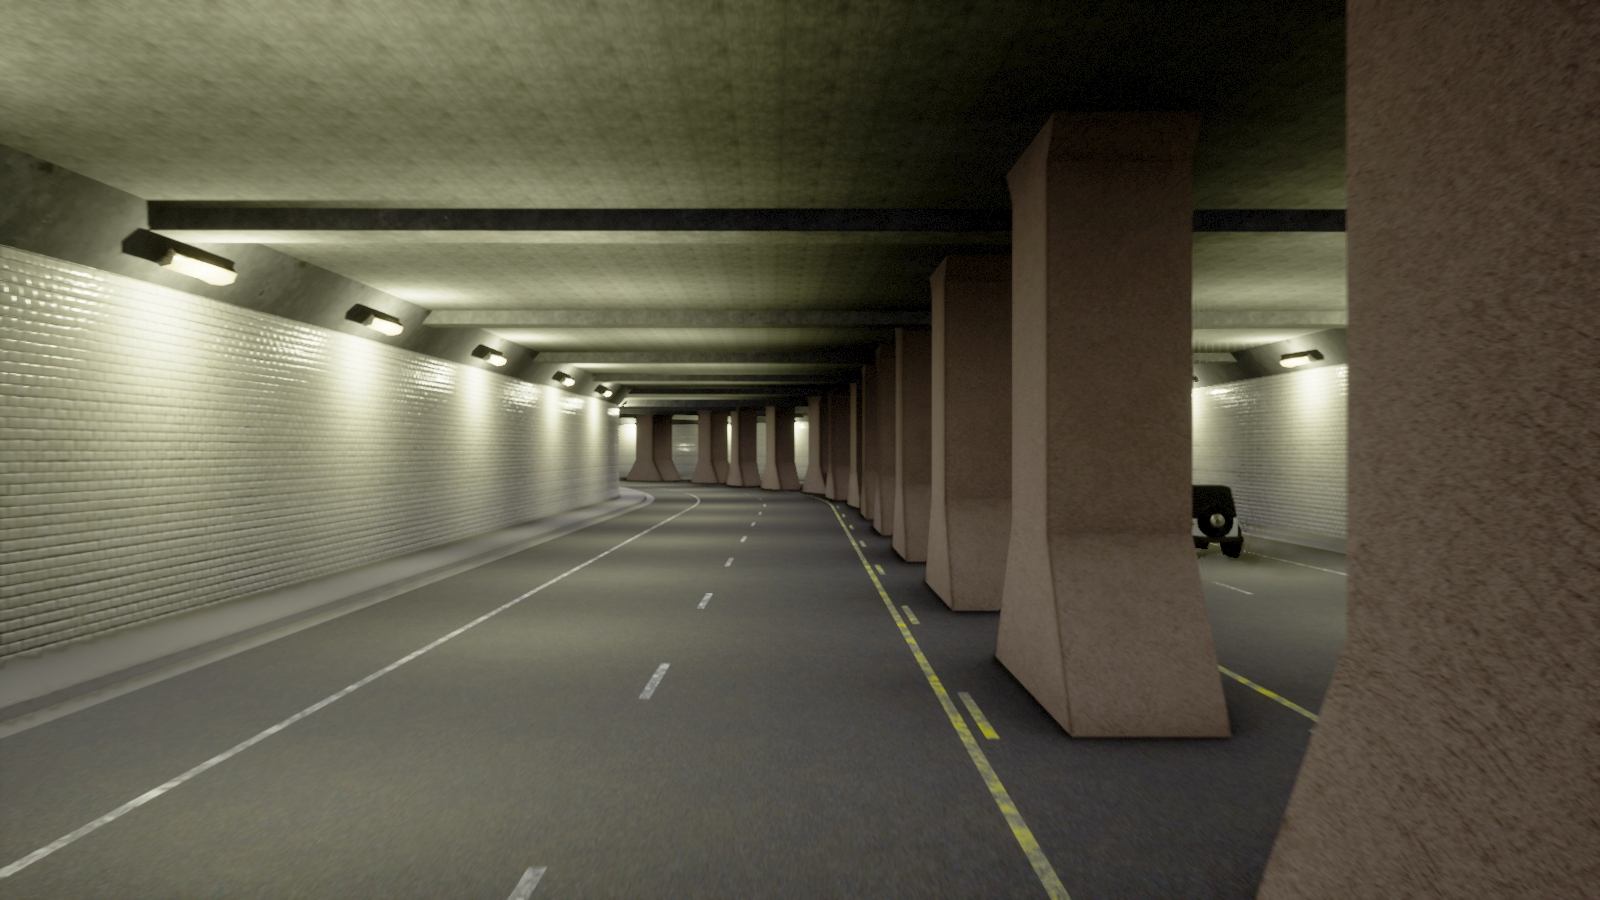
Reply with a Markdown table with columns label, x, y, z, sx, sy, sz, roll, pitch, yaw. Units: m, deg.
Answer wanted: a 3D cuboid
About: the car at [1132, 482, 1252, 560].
| label | x | y | z | sx | sy | sz | roll | pitch | yaw |
| --- | --- | --- | --- | --- | --- | --- | --- | --- | --- |
| car | 10.489 | 1.857 | 30.869 | 1.905 | 1.878 | 3.866 | 0 | 0 | 0 |
